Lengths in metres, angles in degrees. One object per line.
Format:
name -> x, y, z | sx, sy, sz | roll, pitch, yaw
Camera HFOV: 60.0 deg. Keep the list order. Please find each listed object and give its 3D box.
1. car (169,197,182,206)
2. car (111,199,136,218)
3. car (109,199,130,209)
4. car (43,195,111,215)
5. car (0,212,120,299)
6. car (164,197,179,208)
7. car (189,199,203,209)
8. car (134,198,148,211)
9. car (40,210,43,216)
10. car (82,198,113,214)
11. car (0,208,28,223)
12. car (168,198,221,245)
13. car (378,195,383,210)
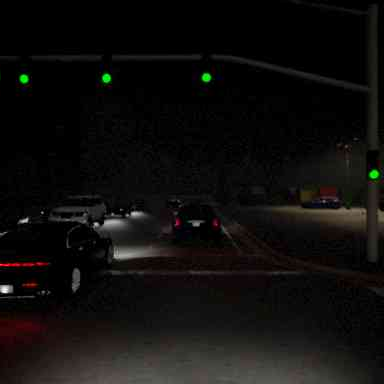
car -> -2.839, 1.588, 58.261 | 2.033, 1.411, 5.357 | 0, 0, 1
car -> -6.785, 1.613, 30.840 | 1.895, 1.301, 4.718 | 0, 0, 1
car -> -10.000, 1.632, 46.264 | 1.895, 1.301, 4.718 | 0, 0, 1
car -> -6.938, 1.222, 20.814 | 2.150, 2.045, 5.566 | 0, 0, -1
car -> -3.372, 1.505, 8.468 | 1.837, 1.490, 4.892 | 0, 0, 0
car -> -2.879, 1.629, 47.459 | 1.895, 1.301, 4.718 | 0, 0, 1
car -> 0.515, 1.627, 47.306 | 1.895, 1.301, 4.718 | 0, 0, 1
car -> -6.599, 1.515, 40.998 | 2.128, 1.511, 4.902 | 0, 0, 1
car -> -10.349, 1.610, 26.813 | 1.895, 1.301, 4.718 | 0, 0, 1
car -> -10.196, 1.498, 36.290 | 1.882, 1.535, 5.008 | 0, 0, 1
car -> -10.478, 1.546, 17.225 | 2.033, 1.411, 5.357 | 0, 0, 1
car -> 0.202, 1.342, 15.659 | 2.097, 1.767, 4.553 | 0, 0, 1
car -> 22.142, 1.209, 35.598 | 4.605, 1.855, 1.932 | 0, 0, 1
